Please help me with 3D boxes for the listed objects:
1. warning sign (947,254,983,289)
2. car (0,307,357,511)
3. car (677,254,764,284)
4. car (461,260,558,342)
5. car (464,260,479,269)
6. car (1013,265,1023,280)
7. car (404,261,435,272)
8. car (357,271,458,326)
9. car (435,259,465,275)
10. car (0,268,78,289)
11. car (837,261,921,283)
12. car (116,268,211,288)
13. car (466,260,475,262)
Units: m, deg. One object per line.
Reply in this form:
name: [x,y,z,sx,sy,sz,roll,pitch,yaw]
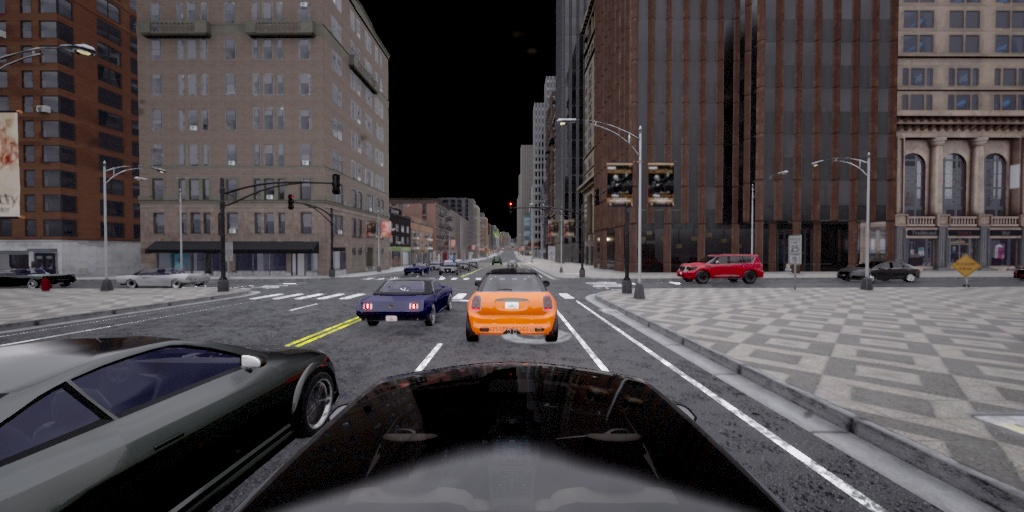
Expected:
warning sign: [25.172,0.825,19.872,1.060,1.860,1.300,0,0,0]
car: [-3.158,1.314,2.790,1.994,1.385,4.181,0,0,1]
car: [14.832,0.873,25.634,5.566,2.045,2.150,0,1,0]
car: [0.007,1.101,9.959,2.097,1.767,4.553,0,0,0]
car: [-6.599,1.338,58.824,1.994,1.385,4.181,0,0,0]
car: [39.313,0.907,25.708,4.553,1.767,2.097,0,1,0]
car: [-9.862,1.363,37.637,1.895,1.301,4.718,0,0,0]
car: [-3.152,1.349,11.610,1.895,1.301,4.718,0,0,0]
car: [-6.611,1.327,38.845,1.994,1.385,4.181,0,0,0]
car: [-31.995,1.475,23.660,4.718,1.301,1.895,0,1,0]
car: [26.174,1.112,25.680,4.892,1.490,1.837,0,1,0]
car: [-22.761,1.444,23.584,4.718,1.301,1.895,0,1,1]
car: [-6.613,1.334,48.804,1.994,1.385,4.181,0,0,0]
